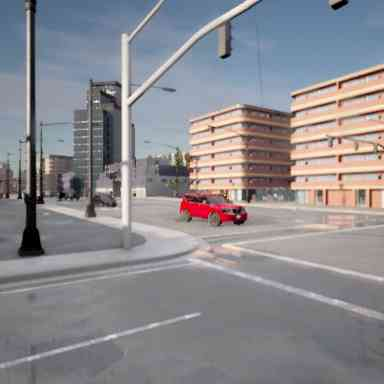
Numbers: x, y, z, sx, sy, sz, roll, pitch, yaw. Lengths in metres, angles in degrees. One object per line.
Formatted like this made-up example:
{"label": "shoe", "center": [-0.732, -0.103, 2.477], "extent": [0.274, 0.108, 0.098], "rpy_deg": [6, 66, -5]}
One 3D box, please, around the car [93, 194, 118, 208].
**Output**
{"label": "car", "center": [-10.473, 1.075, 39.697], "extent": [1.837, 1.490, 4.892], "rpy_deg": [0, 1, -34]}

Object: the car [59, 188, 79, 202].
{"label": "car", "center": [-19.953, 0.405, 53.748], "extent": [2.150, 2.045, 5.566], "rpy_deg": [0, 1, -34]}

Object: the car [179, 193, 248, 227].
{"label": "car", "center": [1.277, 1.112, 22.473], "extent": [2.150, 2.045, 5.566], "rpy_deg": [0, 1, -34]}
